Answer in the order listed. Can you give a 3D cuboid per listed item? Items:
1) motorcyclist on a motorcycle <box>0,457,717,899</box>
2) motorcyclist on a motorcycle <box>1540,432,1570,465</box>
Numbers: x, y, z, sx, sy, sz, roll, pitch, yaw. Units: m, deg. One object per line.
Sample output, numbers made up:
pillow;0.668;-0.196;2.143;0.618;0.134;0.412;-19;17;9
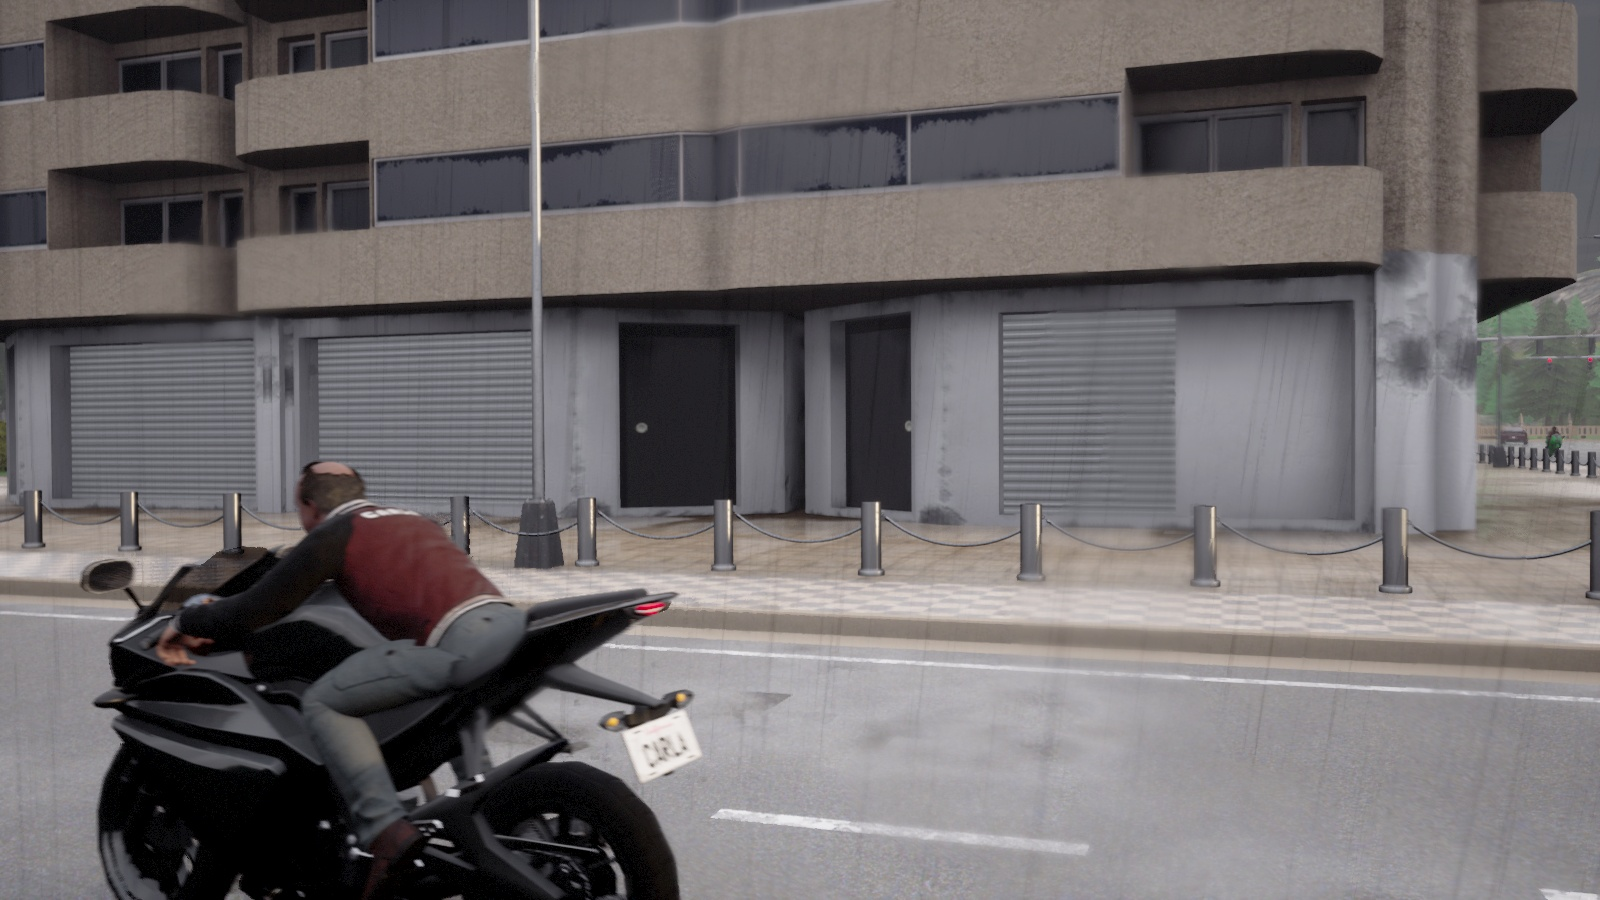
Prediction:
motorcyclist on a motorcycle;-1.432;0.800;3.804;2.191;1.530;0.866;1;0;24
motorcyclist on a motorcycle;35.551;-0.080;59.178;0.797;1.523;2.044;0;1;19
